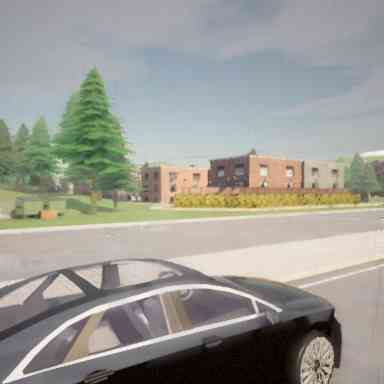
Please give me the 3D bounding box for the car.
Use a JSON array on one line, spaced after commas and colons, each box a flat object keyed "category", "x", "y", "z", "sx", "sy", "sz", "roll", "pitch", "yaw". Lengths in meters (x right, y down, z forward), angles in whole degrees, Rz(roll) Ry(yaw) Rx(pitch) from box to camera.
[{"category": "car", "x": -0.366, "y": 1.492, "z": 3.476, "sx": 4.902, "sy": 1.511, "sz": 2.128, "roll": 0, "pitch": 0, "yaw": -36}]
